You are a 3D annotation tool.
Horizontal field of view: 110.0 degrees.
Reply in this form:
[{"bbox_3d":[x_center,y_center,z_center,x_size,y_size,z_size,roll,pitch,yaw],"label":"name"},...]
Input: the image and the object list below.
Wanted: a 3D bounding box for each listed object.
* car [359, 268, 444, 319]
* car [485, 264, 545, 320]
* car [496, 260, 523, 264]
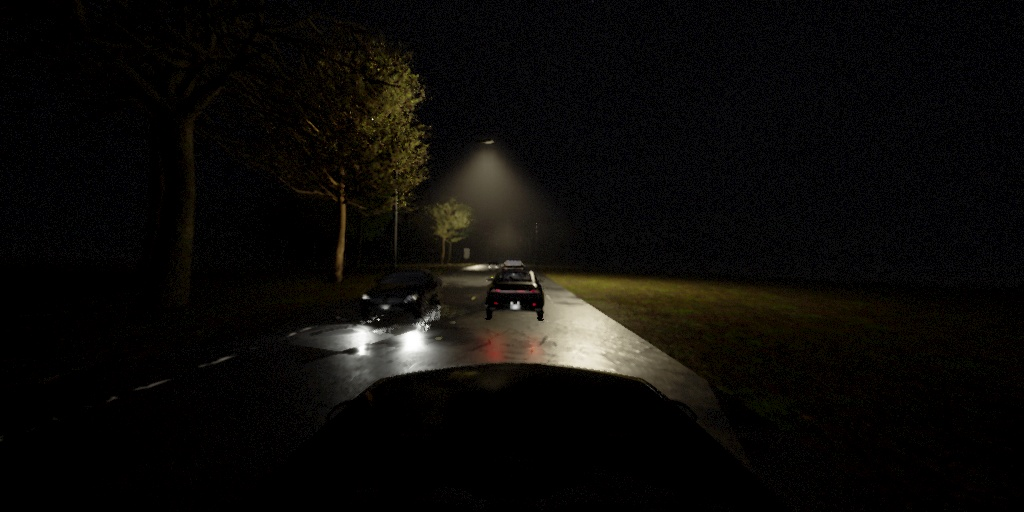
[{"bbox_3d":[-3.575,1.172,12.469,1.812,1.442,4.674,1,0,0],"label":"car"},{"bbox_3d":[0.109,1.228,12.702,2.128,1.511,4.902,1,0,0],"label":"car"},{"bbox_3d":[0.112,1.107,28.421,2.128,1.511,4.902,1,0,0],"label":"car"}]
